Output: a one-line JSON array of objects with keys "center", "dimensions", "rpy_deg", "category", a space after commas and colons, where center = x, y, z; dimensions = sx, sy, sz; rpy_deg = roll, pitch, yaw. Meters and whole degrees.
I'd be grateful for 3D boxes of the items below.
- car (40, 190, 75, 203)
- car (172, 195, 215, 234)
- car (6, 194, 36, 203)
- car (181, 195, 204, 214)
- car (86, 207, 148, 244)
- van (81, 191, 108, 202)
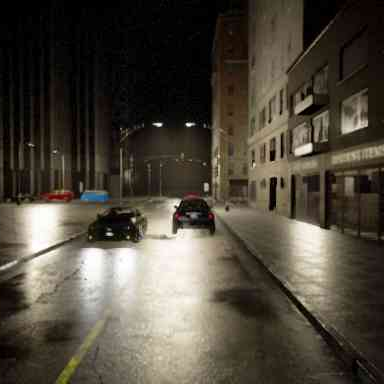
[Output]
[{"center": [-20.465, 0.664, 50.945], "dimensions": [5.009, 1.841, 2.192], "rpy_deg": [0, 1, -1], "category": "car"}, {"center": [0.067, 1.105, 17.671], "dimensions": [2.097, 1.767, 4.553], "rpy_deg": [0, 1, 0], "category": "car"}, {"center": [-26.105, 0.913, 50.851], "dimensions": [4.313, 1.339, 1.947], "rpy_deg": [0, 1, -1], "category": "car"}, {"center": [0.039, 1.062, 30.255], "dimensions": [1.882, 1.535, 5.008], "rpy_deg": [0, 1, 0], "category": "car"}, {"center": [-3.099, 1.360, 14.450], "dimensions": [1.994, 1.385, 4.181], "rpy_deg": [0, 1, 0], "category": "car"}, {"center": [-14.825, 0.690, 51.043], "dimensions": [3.998, 1.788, 1.690], "rpy_deg": [0, 1, -1], "category": "van"}]
